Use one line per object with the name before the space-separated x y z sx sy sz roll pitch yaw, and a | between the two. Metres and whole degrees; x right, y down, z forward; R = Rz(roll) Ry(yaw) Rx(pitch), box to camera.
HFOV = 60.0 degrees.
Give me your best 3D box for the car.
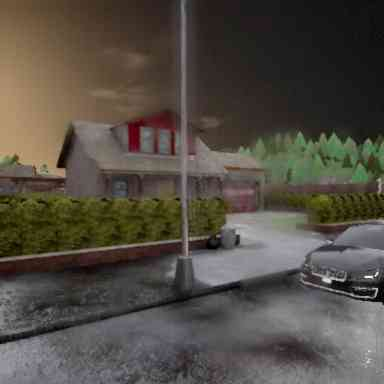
car | 4.598 1.466 7.872 4.892 1.490 1.837 0 0 -35
